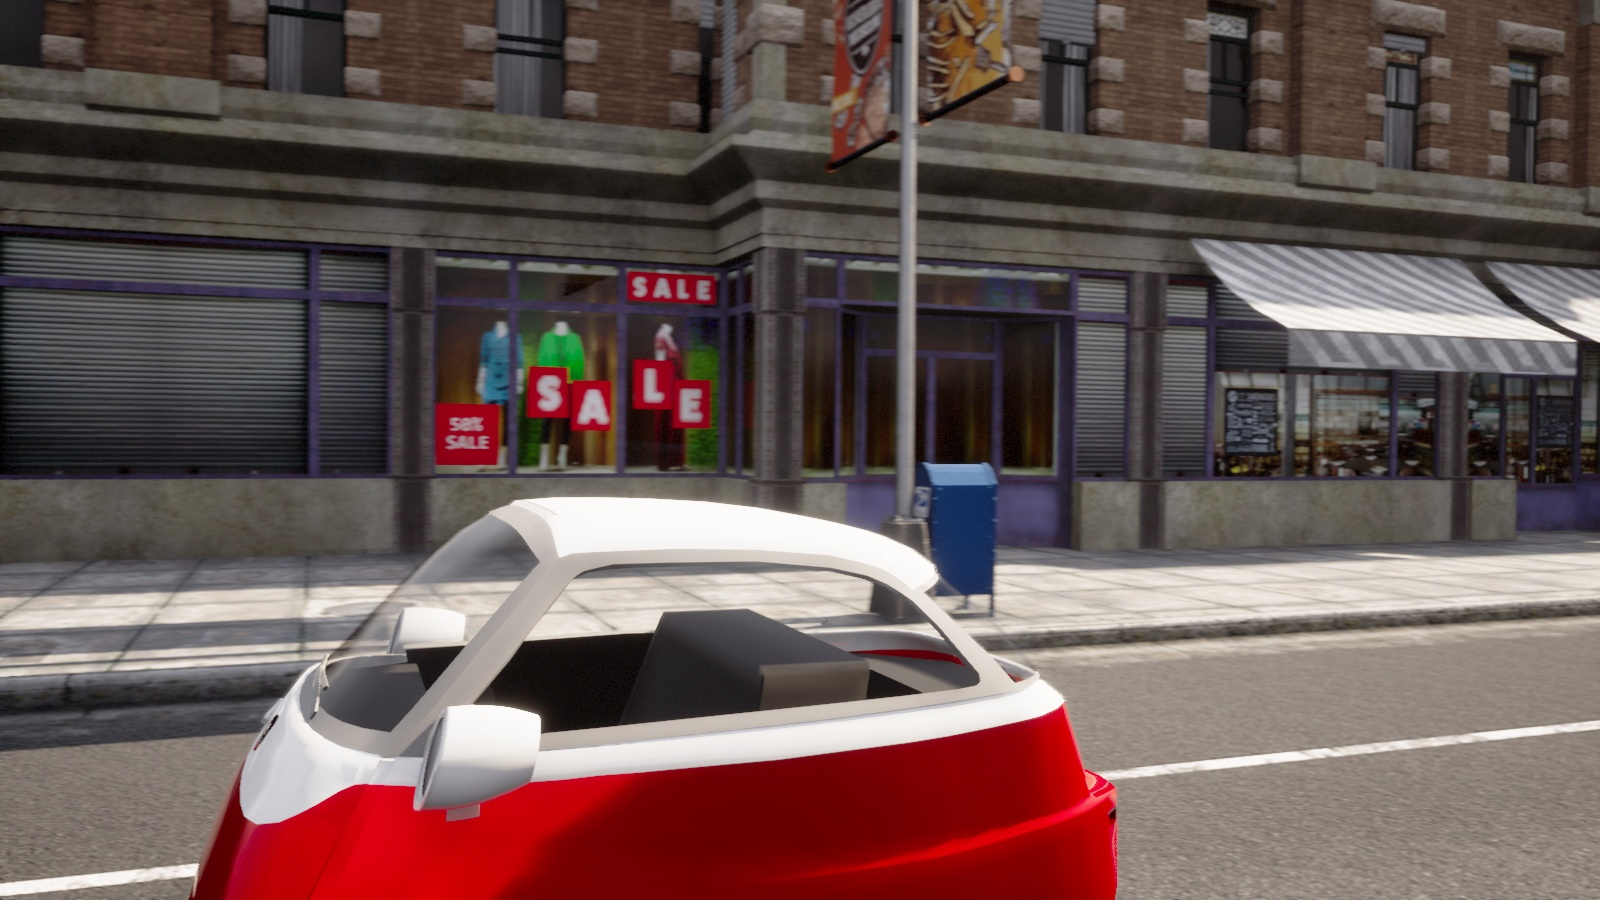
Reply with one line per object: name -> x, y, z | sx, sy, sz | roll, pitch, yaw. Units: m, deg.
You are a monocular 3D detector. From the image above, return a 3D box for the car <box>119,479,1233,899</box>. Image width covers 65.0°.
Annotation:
car -> -0.325, 0.806, 3.117 | 2.207, 1.376, 1.481 | -1, 1, -21
